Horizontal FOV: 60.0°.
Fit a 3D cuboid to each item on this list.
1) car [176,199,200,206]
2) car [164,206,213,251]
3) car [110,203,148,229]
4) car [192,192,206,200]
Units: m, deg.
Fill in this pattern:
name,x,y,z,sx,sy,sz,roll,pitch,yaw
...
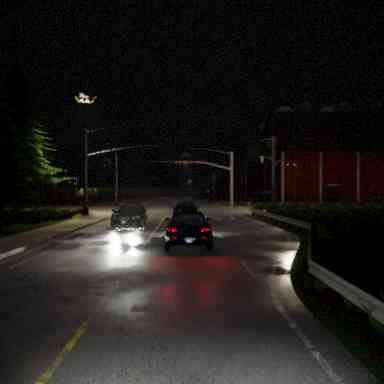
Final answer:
name,x,y,z,sx,sy,sz,roll,pitch,yaw
car,-0.471,1.473,24.771,1.837,1.490,4.892,0,-1,-1
car,-0.157,1.510,13.895,1.812,1.442,4.674,0,0,-1
car,-4.000,1.469,21.641,2.128,1.511,4.902,0,0,-1
car,1.926,1.037,88.655,1.905,1.878,3.866,-8,4,-44
